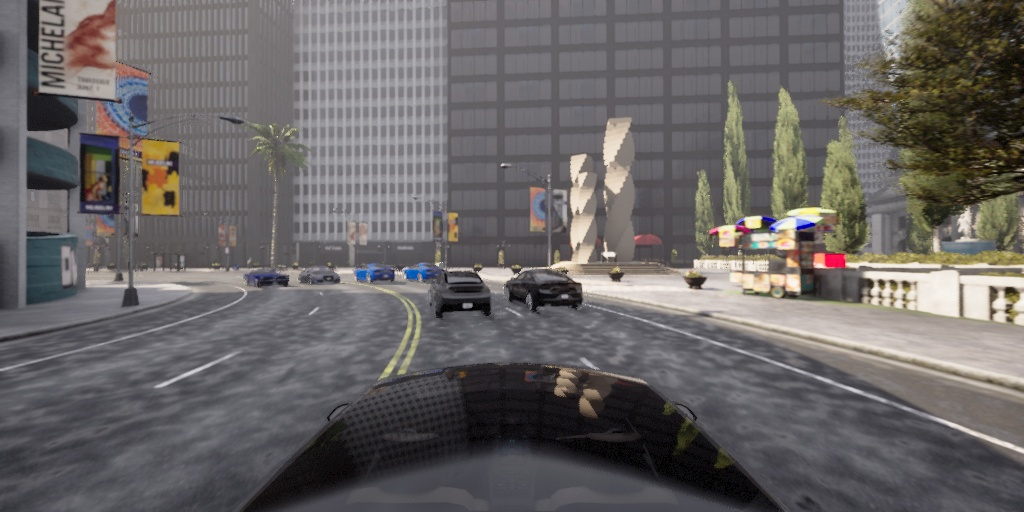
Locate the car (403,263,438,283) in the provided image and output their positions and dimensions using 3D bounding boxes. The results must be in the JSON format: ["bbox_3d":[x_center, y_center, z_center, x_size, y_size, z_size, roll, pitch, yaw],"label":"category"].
[{"bbox_3d":[-7.506,1.376,30.148,1.882,1.535,5.008,0,-1,-40],"label":"car"}]

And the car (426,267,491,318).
[{"bbox_3d":[-2.070,1.314,13.493,1.837,1.490,4.892,0,0,-16],"label":"car"}]

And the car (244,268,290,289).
[{"bbox_3d":[-17.257,1.500,25.225,4.718,1.301,1.895,0,0,44],"label":"car"}]

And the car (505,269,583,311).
[{"bbox_3d":[1.125,1.286,14.907,1.882,1.535,5.008,0,0,-17],"label":"car"}]

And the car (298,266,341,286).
[{"bbox_3d":[-14.729,1.467,27.418,4.181,1.385,1.994,0,0,44],"label":"car"}]

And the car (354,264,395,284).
[{"bbox_3d":[-11.254,1.381,29.152,1.882,1.535,5.008,0,-1,-42],"label":"car"}]
